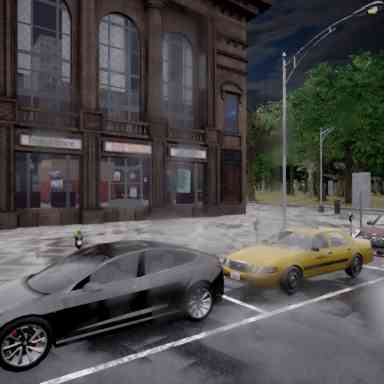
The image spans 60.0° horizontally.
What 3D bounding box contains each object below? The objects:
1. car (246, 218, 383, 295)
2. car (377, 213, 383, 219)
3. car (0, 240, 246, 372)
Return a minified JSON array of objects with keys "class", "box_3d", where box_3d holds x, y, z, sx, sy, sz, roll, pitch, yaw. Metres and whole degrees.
[{"class":"car","box_3d":[2.911,1.525,8.730,4.829,1.417,1.752,0,0,-36]},{"class":"car","box_3d":[7.475,1.441,11.988,4.097,1.590,1.967,0,0,-36]},{"class":"car","box_3d":[-1.376,1.566,5.668,4.313,1.339,1.947,0,0,-36]}]
